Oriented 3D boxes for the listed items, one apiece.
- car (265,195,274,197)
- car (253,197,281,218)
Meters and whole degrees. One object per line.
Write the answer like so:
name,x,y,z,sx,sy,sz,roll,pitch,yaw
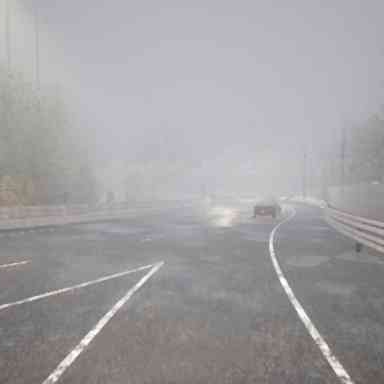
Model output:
car,14.760,1.375,63.771,2.097,1.767,4.553,0,0,2
car,6.862,1.496,30.149,1.882,1.535,5.008,1,0,22
